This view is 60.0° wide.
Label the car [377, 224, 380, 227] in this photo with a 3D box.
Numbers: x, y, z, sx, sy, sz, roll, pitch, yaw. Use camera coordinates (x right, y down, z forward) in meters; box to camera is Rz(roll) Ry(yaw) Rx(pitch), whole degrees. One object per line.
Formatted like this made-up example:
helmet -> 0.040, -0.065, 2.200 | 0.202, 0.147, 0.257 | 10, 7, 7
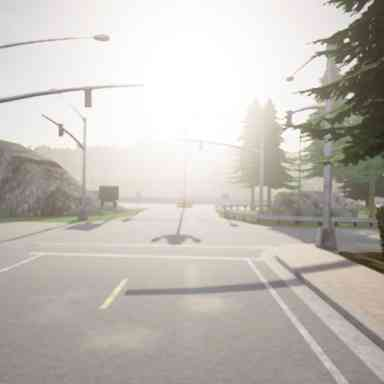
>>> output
car -> 15.119, 1.974, 21.669 | 5.357, 1.411, 2.033 | 1, 0, -1
